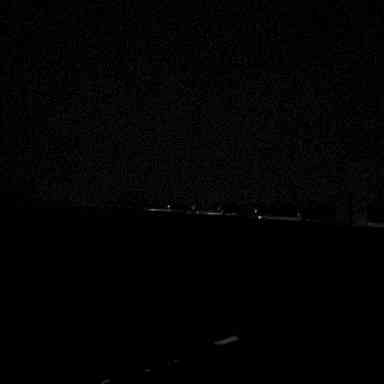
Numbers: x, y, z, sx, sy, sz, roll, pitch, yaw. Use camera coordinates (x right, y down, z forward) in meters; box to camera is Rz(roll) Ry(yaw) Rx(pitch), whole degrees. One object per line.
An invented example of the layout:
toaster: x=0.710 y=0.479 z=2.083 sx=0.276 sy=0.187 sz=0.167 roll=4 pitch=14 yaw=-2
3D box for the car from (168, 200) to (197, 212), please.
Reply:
car: x=-1.240 y=1.732 z=42.519 sx=2.128 sy=1.511 sz=4.902 roll=1 pitch=-1 yaw=-36

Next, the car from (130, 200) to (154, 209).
car: x=-7.744 y=1.951 z=51.610 sx=1.895 sy=1.301 sz=4.718 roll=1 pitch=-1 yaw=-35

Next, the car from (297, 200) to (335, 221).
car: x=10.665 y=1.424 z=26.123 sx=2.097 sy=1.767 sz=4.553 roll=1 pitch=-1 yaw=-38

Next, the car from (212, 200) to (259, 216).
car: x=4.748 y=1.640 z=34.208 sx=2.128 sy=1.511 sz=4.902 roll=1 pitch=-1 yaw=-36

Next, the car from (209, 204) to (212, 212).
car: x=4.081 y=1.724 z=40.177 sx=1.882 sy=1.535 sz=5.008 roll=1 pitch=-1 yaw=-36
